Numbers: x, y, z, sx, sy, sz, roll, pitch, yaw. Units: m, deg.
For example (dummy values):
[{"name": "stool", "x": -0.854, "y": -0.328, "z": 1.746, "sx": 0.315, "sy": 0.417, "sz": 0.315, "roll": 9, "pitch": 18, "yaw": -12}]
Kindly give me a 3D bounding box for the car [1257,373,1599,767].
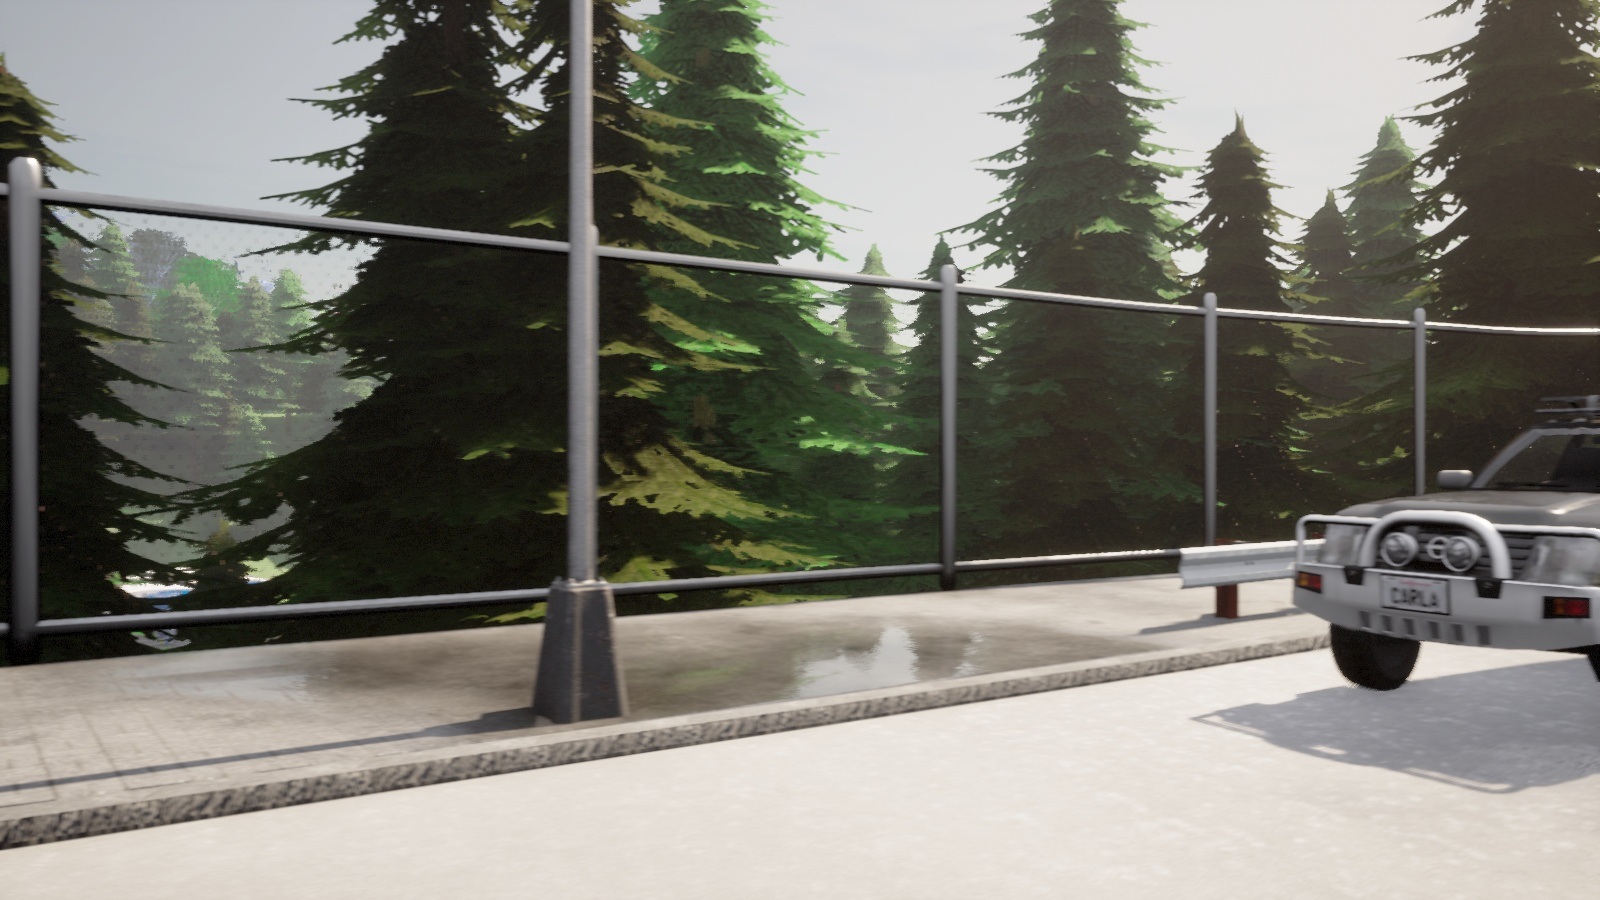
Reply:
[{"name": "car", "x": 5.251, "y": 0.570, "z": 7.885, "sx": 4.605, "sy": 1.855, "sz": 1.932, "roll": 0, "pitch": 0, "yaw": -29}]
